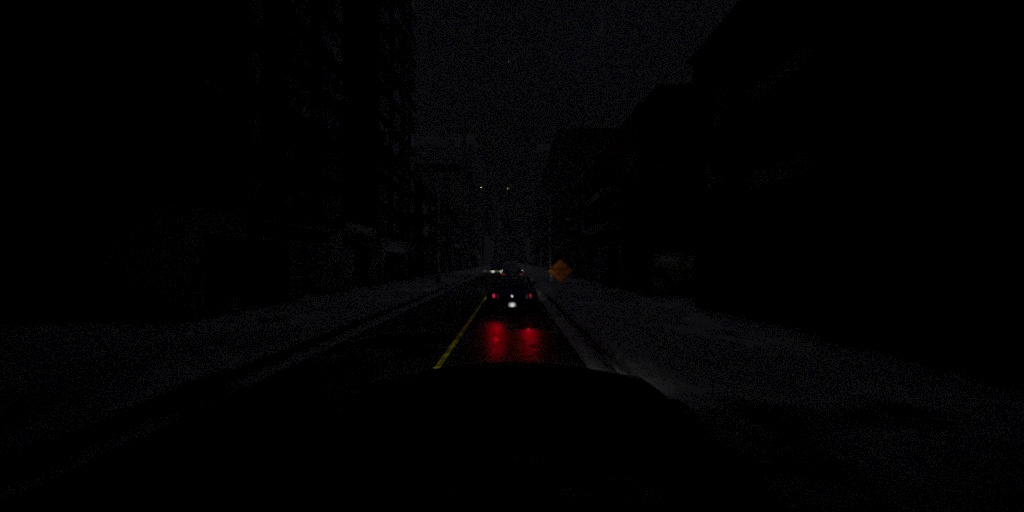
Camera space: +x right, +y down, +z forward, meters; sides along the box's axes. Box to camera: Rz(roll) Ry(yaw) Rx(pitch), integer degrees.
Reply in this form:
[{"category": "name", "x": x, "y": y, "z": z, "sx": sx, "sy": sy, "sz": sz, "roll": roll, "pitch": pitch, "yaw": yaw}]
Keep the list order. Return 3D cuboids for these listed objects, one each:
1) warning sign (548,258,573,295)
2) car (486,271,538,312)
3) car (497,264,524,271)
[{"category": "warning sign", "x": 2.528, "y": 1.043, "z": 18.629, "sx": 1.300, "sy": 1.860, "sz": 1.060, "roll": 0, "pitch": 0, "yaw": 0}, {"category": "car", "x": 0.027, "y": 1.491, "z": 15.101, "sx": 1.895, "sy": 1.301, "sz": 4.718, "roll": 0, "pitch": -1, "yaw": 0}, {"category": "car", "x": 0.036, "y": 1.614, "z": 30.270, "sx": 1.994, "sy": 1.385, "sz": 4.181, "roll": 0, "pitch": -1, "yaw": 1}]
